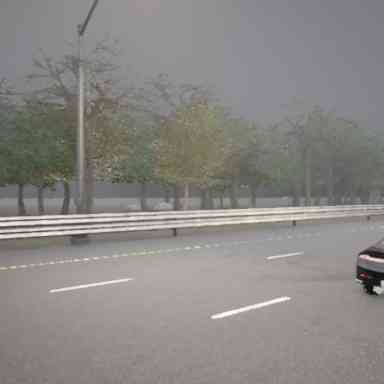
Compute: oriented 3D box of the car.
[{"bbox_3d":[5.750,1.565,7.666,4.902,1.511,2.128,0,-1,-34],"label":"car"}]
